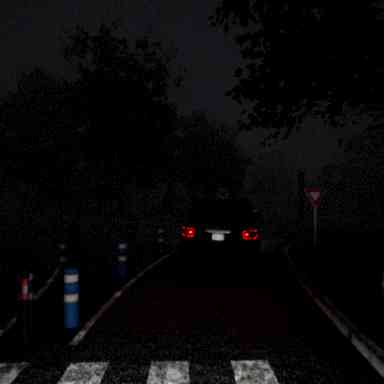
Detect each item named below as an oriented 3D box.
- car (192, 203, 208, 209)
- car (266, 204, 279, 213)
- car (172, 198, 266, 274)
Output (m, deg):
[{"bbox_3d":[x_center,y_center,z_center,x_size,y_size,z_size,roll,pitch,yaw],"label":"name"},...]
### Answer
[{"bbox_3d":[1.838,3.375,79.645,2.128,1.511,4.902,0,-2,-20],"label":"car"},{"bbox_3d":[14.542,3.200,64.900,4.892,1.490,1.837,-1,-1,43],"label":"car"},{"bbox_3d":[1.061,1.220,10.778,2.150,2.045,5.566,1,0,9],"label":"car"}]
